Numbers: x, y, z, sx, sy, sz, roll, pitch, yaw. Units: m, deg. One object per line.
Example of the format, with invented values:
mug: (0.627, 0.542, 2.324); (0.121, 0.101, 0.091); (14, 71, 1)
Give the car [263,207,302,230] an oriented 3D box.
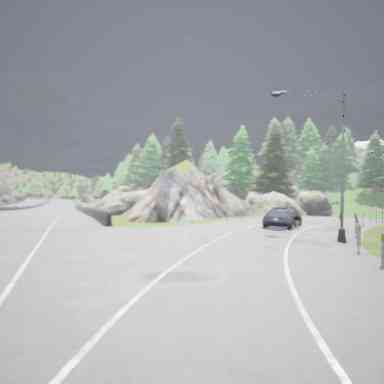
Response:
car: (6.396, 1.776, 23.267); (1.994, 1.385, 4.181); (1, 0, 29)
